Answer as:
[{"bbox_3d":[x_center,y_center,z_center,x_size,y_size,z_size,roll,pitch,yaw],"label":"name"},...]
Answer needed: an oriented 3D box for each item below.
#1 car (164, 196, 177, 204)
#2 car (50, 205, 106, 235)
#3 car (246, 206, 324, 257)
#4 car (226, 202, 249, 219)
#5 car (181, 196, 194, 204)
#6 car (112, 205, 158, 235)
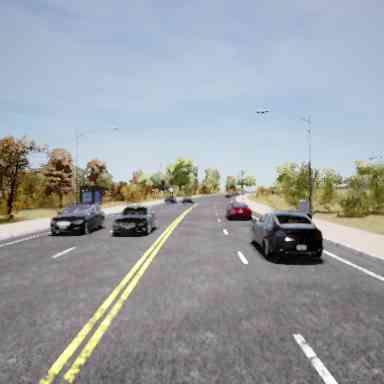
[{"bbox_3d":[-3.877,1.426,60.561,1.837,1.490,4.892,0,0,5],"label":"car"},{"bbox_3d":[-6.306,1.482,18.896,2.128,1.511,4.902,0,0,2],"label":"car"},{"bbox_3d":[3.502,1.504,12.911,1.837,1.490,4.892,0,0,1],"label":"car"},{"bbox_3d":[3.989,1.549,28.708,1.994,1.385,4.181,0,0,2],"label":"car"},{"bbox_3d":[-0.712,1.487,59.603,1.994,1.385,4.181,0,0,5],"label":"car"},{"bbox_3d":[-3.063,1.497,18.652,1.837,1.490,4.892,0,0,2],"label":"car"}]
